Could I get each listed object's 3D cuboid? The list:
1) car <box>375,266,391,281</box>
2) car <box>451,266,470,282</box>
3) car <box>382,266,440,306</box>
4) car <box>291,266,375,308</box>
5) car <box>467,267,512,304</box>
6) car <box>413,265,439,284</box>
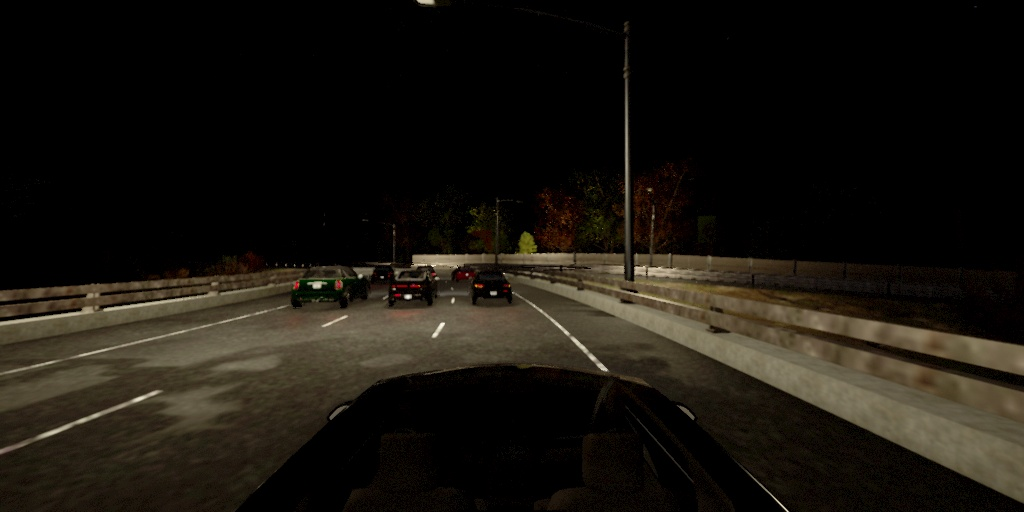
[{"bbox_3d":[-11.230,1.573,31.450,1.812,1.442,4.674,0,0,-16],"label":"car"},{"bbox_3d":[-4.483,1.627,33.304,1.994,1.385,4.181,0,-1,-16],"label":"car"},{"bbox_3d":[-4.562,1.409,16.954,1.837,1.490,4.892,0,0,-8],"label":"car"},{"bbox_3d":[-7.997,1.246,16.265,2.097,1.767,4.553,0,-1,-8],"label":"car"},{"bbox_3d":[-1.105,1.432,17.496,1.812,1.442,4.674,0,0,-8],"label":"car"},{"bbox_3d":[-7.751,1.599,32.044,2.033,1.411,5.357,0,-1,-16],"label":"car"}]
